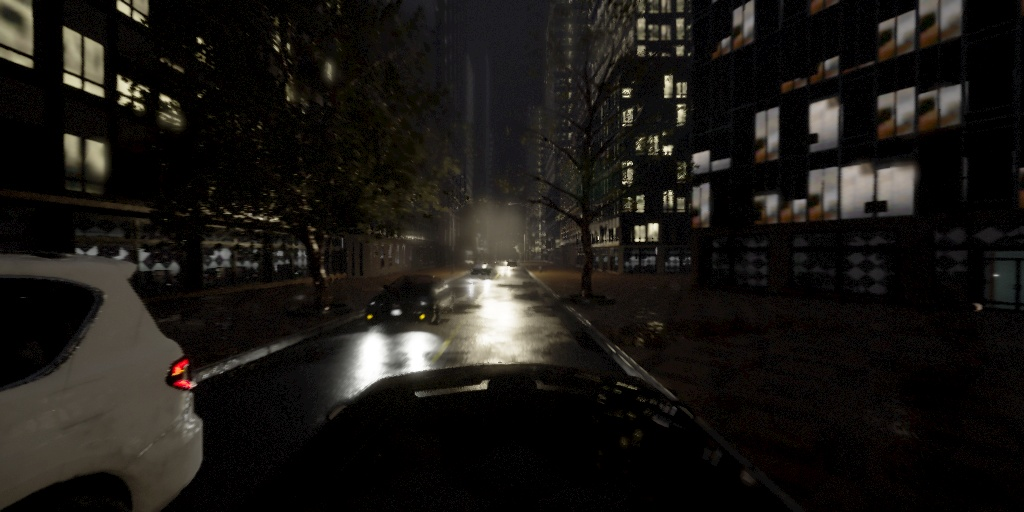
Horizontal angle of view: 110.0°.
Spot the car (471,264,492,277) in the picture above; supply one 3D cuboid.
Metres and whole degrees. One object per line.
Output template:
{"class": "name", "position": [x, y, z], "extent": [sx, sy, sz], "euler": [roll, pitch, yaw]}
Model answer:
{"class": "car", "position": [-2.999, 1.435, 35.977], "extent": [1.895, 1.301, 4.718], "euler": [0, 0, 0]}

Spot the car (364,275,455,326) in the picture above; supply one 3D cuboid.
{"class": "car", "position": [-3.080, 1.314, 11.569], "extent": [1.994, 1.385, 4.181], "euler": [0, 0, 1]}
